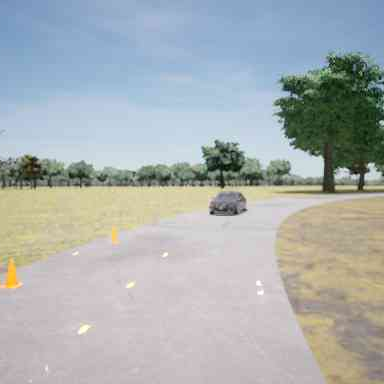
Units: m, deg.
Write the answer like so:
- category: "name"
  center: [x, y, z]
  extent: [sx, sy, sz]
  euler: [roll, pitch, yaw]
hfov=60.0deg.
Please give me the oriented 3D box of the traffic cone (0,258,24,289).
- category: "traffic cone"
  center: [-3.848, 1.717, 7.108]
  extent: [0.340, 0.580, 0.340]
  euler: [0, 2, 8]

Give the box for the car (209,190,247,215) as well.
- category: "car"
  center: [2.536, 0.680, 22.712]
  extent: [1.837, 1.490, 4.892]
  euler: [0, 2, 19]
